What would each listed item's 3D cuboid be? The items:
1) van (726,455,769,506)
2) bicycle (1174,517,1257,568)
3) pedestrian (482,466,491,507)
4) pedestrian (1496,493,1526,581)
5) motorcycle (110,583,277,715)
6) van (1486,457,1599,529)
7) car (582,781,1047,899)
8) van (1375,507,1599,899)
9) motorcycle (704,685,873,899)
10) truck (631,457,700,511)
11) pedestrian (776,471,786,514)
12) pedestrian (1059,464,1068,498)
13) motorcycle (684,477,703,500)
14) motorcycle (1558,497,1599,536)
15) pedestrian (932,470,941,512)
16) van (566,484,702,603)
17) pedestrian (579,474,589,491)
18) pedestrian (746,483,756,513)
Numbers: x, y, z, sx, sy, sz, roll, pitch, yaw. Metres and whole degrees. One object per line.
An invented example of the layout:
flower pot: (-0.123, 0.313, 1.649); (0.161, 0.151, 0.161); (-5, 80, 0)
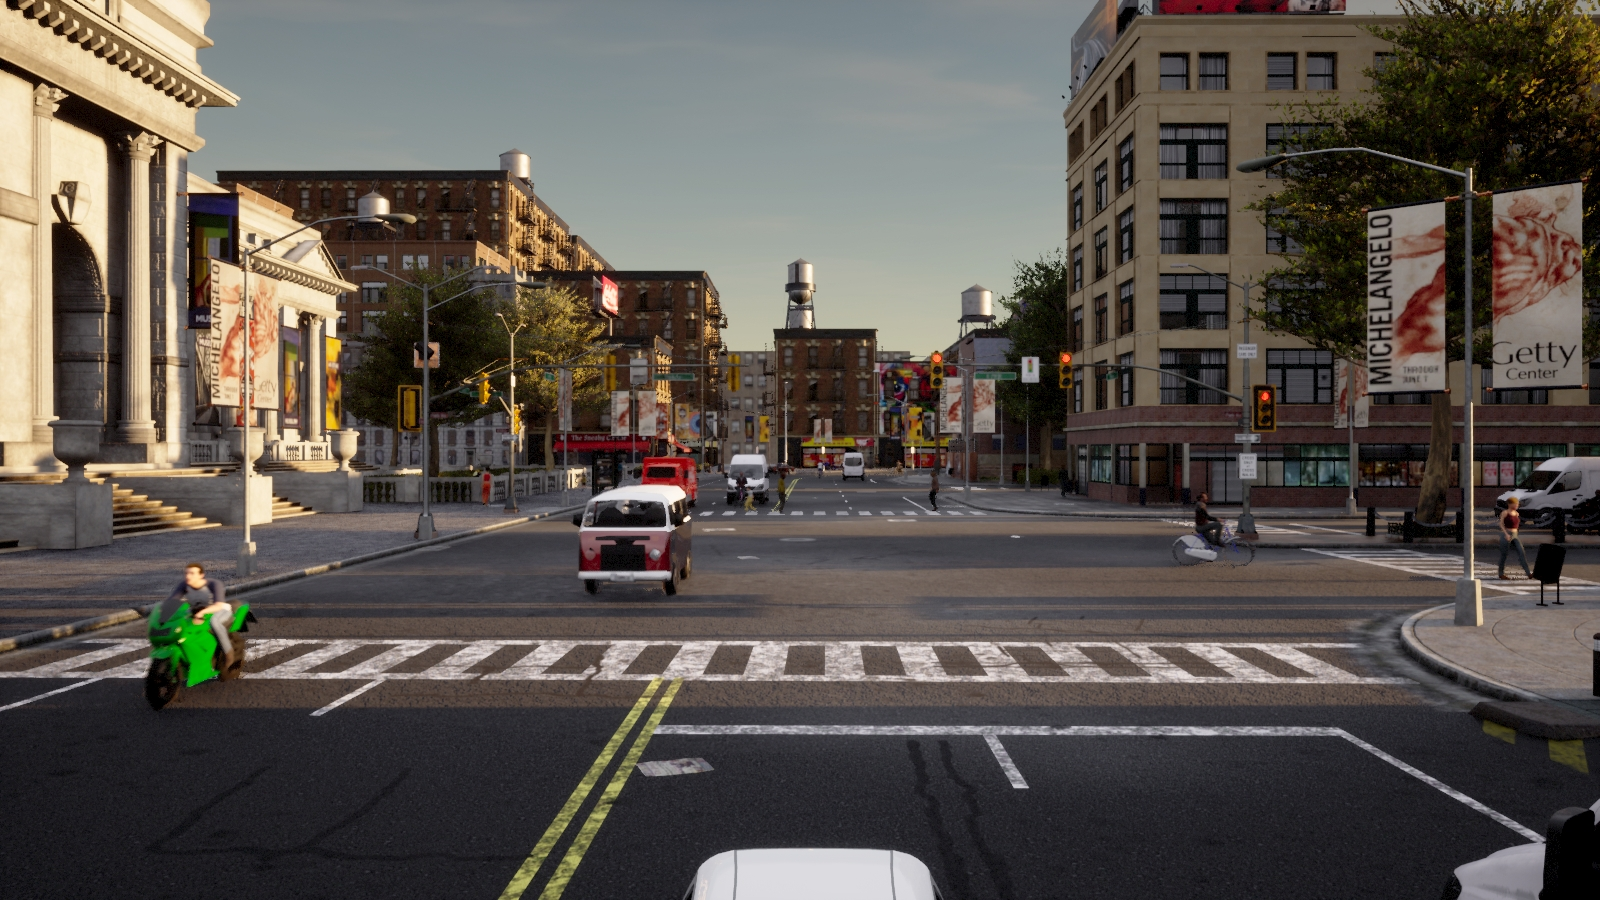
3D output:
van: (-2.738, 1.534, 60.766); (1.988, 2.561, 5.915); (0, 0, 1)
bicycle: (9.924, 2.210, 27.326); (1.835, 1.171, 0.329); (0, 0, 14)
pedestrian: (-14.551, 1.697, 53.061); (0.375, 1.860, 0.375); (0, 0, -17)
pedestrian: (15.162, 1.848, 24.368); (0.375, 1.860, 0.375); (0, 0, -11)
motorcycle: (-6.848, 2.213, 13.041); (0.803, 1.145, 2.033); (0, 0, 1)
van: (28.485, 1.534, 41.518); (5.915, 2.561, 1.988); (0, 0, 1)
car: (0.047, 2.120, 3.817); (1.481, 1.376, 2.207); (0, 0, 0)
van: (3.538, 1.534, 2.141); (1.988, 2.561, 5.915); (0, 0, 1)
motorcycle: (-0.047, 2.182, 6.691); (0.856, 1.236, 1.805); (0, 0, 1)
truck: (-6.329, 1.581, 54.488); (2.627, 2.467, 5.204); (0, -1, 1)
pedestrian: (-0.842, 1.849, 49.790); (0.375, 1.860, 0.375); (0, 0, 11)
pedestrian: (14.465, 1.696, 62.724); (0.375, 1.860, 0.375); (0, 0, -1)
motorcycle: (-6.174, 2.205, 66.249); (0.867, 1.251, 2.209); (0, 0, 1)
motorcycle: (26.649, 2.205, 38.041); (2.209, 1.251, 0.867); (0, 0, 1)
pedestrian: (6.157, 1.848, 51.578); (0.375, 1.860, 0.375); (0, 0, 3)
van: (-3.237, 1.782, 23.190); (2.069, 2.038, 4.480); (0, 0, 1)
pedestrian: (-13.907, 2.076, 73.560); (0.500, 1.100, 0.500); (0, 0, 5)
pedestrian: (-2.192, 2.128, 50.913); (0.375, 1.300, 0.375); (0, 0, -11)
